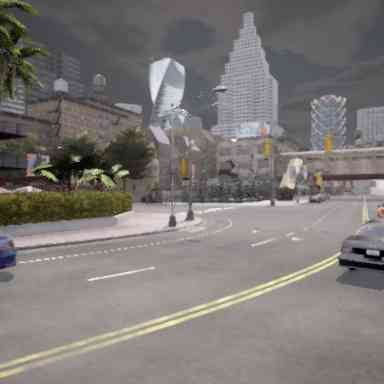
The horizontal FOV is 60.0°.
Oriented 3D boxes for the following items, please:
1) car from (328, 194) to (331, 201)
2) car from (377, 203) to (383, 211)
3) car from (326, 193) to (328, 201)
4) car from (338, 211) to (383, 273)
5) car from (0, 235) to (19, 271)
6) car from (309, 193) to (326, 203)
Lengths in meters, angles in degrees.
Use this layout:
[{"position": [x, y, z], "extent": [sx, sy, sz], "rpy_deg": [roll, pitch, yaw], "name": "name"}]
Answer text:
[{"position": [30.796, 1.245, 77.171], "extent": [2.231, 1.521, 4.892], "rpy_deg": [0, 0, 37], "name": "car"}, {"position": [13.504, 1.261, 22.030], "extent": [2.097, 1.767, 4.553], "rpy_deg": [0, 0, 29], "name": "car"}, {"position": [25.812, 1.154, 67.618], "extent": [2.185, 1.767, 4.553], "rpy_deg": [0, 0, 27], "name": "car"}, {"position": [6.039, 1.507, 9.928], "extent": [2.033, 1.411, 5.357], "rpy_deg": [0, 0, 41], "name": "car"}, {"position": [-6.753, 1.555, 7.889], "extent": [4.674, 1.442, 1.812], "rpy_deg": [0, 0, -36], "name": "car"}, {"position": [22.984, 1.300, 61.847], "extent": [2.097, 1.535, 5.008], "rpy_deg": [0, 0, 27], "name": "car"}]
